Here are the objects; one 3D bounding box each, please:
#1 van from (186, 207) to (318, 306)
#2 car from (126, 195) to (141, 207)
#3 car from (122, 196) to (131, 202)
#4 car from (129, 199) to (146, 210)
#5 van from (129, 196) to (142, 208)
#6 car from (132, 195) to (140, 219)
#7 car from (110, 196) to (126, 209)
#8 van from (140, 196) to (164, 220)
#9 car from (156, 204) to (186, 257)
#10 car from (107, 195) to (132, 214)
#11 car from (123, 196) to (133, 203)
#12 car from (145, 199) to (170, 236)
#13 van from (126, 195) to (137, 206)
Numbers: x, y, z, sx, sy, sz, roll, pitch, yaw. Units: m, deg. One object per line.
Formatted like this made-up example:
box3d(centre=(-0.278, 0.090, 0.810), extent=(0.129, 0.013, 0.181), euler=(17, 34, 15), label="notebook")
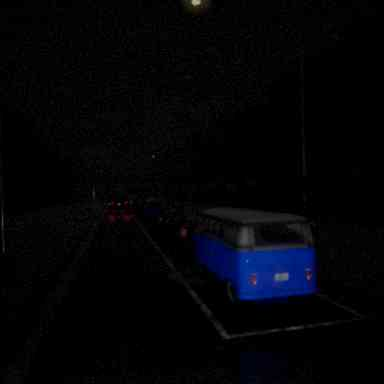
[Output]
box3d(centre=(1.187, 1.291, 7.757), extent=(1.690, 1.788, 3.998), euler=(-2, 0, -13), label="van")
box3d(centre=(-9.890, 1.467, 55.774), extent=(2.192, 1.841, 5.009), euler=(-2, 0, -13), label="car")
box3d(centre=(-17.266, 1.840, 87.788), extent=(2.008, 1.369, 4.403), euler=(-2, 0, -13), label="car")
box3d(centre=(-7.422, 1.657, 45.104), extent=(2.008, 1.369, 4.403), euler=(-2, 0, -13), label="car")
box3d(centre=(-8.658, 1.470, 50.439), extent=(1.690, 1.788, 3.998), euler=(-2, 0, -13), label="van")
box3d(centre=(-3.738, 1.352, 29.095), extent=(2.192, 1.841, 5.009), euler=(-2, 0, -13), label="car")
box3d(centre=(-11.105, 1.546, 49.774), extent=(2.097, 1.767, 4.553), euler=(-2, 0, -13), label="car")
box3d(centre=(-2.505, 1.355, 23.763), extent=(1.690, 1.788, 3.998), euler=(-2, 0, -13), label="van")
box3d(centre=(-0.041, 1.411, 13.092), extent=(1.967, 1.590, 4.097), euler=(-2, 0, -13), label="car")
box3d(centre=(-8.234, 1.363, 37.311), extent=(2.150, 2.045, 5.566), euler=(-2, 0, -13), label="car")
box3d(centre=(-14.808, 1.684, 77.116), extent=(1.967, 1.590, 4.097), euler=(-2, 0, -13), label="car")
box3d(centre=(-1.272, 1.432, 18.428), extent=(1.967, 1.590, 4.097), euler=(-2, 0, -13), label="car")
box3d(centre=(-11.119, 1.516, 61.110), extent=(1.690, 1.788, 3.998), euler=(-2, 0, -13), label="van")
